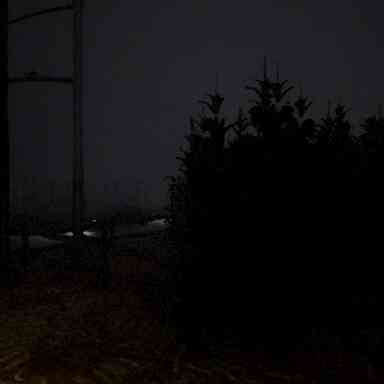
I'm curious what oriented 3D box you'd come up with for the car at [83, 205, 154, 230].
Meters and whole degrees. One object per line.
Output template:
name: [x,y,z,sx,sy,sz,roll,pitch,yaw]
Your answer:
car: [-4.727,1.571,21.632,2.033,1.411,5.357,0,0,36]
